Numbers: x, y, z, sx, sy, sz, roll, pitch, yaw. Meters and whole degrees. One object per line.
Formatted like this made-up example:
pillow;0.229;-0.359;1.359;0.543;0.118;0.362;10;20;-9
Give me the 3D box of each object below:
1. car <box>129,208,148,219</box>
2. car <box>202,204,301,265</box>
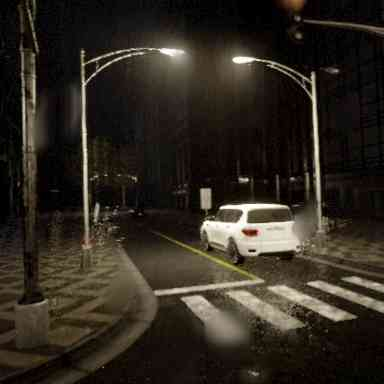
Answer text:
car;-7.106;2.818;43.931;1.994;1.385;4.181;-1;-1;-17
car;2.035;1.502;13.122;2.150;2.045;5.566;-2;-1;-14
